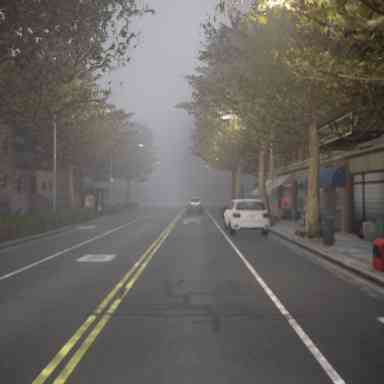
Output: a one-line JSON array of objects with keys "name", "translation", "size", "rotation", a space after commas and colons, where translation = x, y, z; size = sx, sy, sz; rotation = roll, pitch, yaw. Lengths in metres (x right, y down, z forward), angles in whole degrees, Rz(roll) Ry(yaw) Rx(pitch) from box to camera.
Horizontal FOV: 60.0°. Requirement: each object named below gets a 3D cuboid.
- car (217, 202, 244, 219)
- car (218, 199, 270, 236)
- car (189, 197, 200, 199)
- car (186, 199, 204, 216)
[{"name": "car", "translation": [3.906, 1.874, 34.729], "size": [2.231, 1.521, 4.892], "rotation": [0, -1, 0]}, {"name": "car", "translation": [3.208, 1.460, 20.372], "size": [2.435, 2.045, 5.566], "rotation": [0, -1, 0]}, {"name": "car", "translation": [0.428, 1.781, 49.547], "size": [2.150, 2.045, 5.566], "rotation": [0, -1, 0]}, {"name": "car", "translation": [0.386, 1.933, 39.113], "size": [2.128, 1.511, 4.902], "rotation": [0, -1, 1]}]
